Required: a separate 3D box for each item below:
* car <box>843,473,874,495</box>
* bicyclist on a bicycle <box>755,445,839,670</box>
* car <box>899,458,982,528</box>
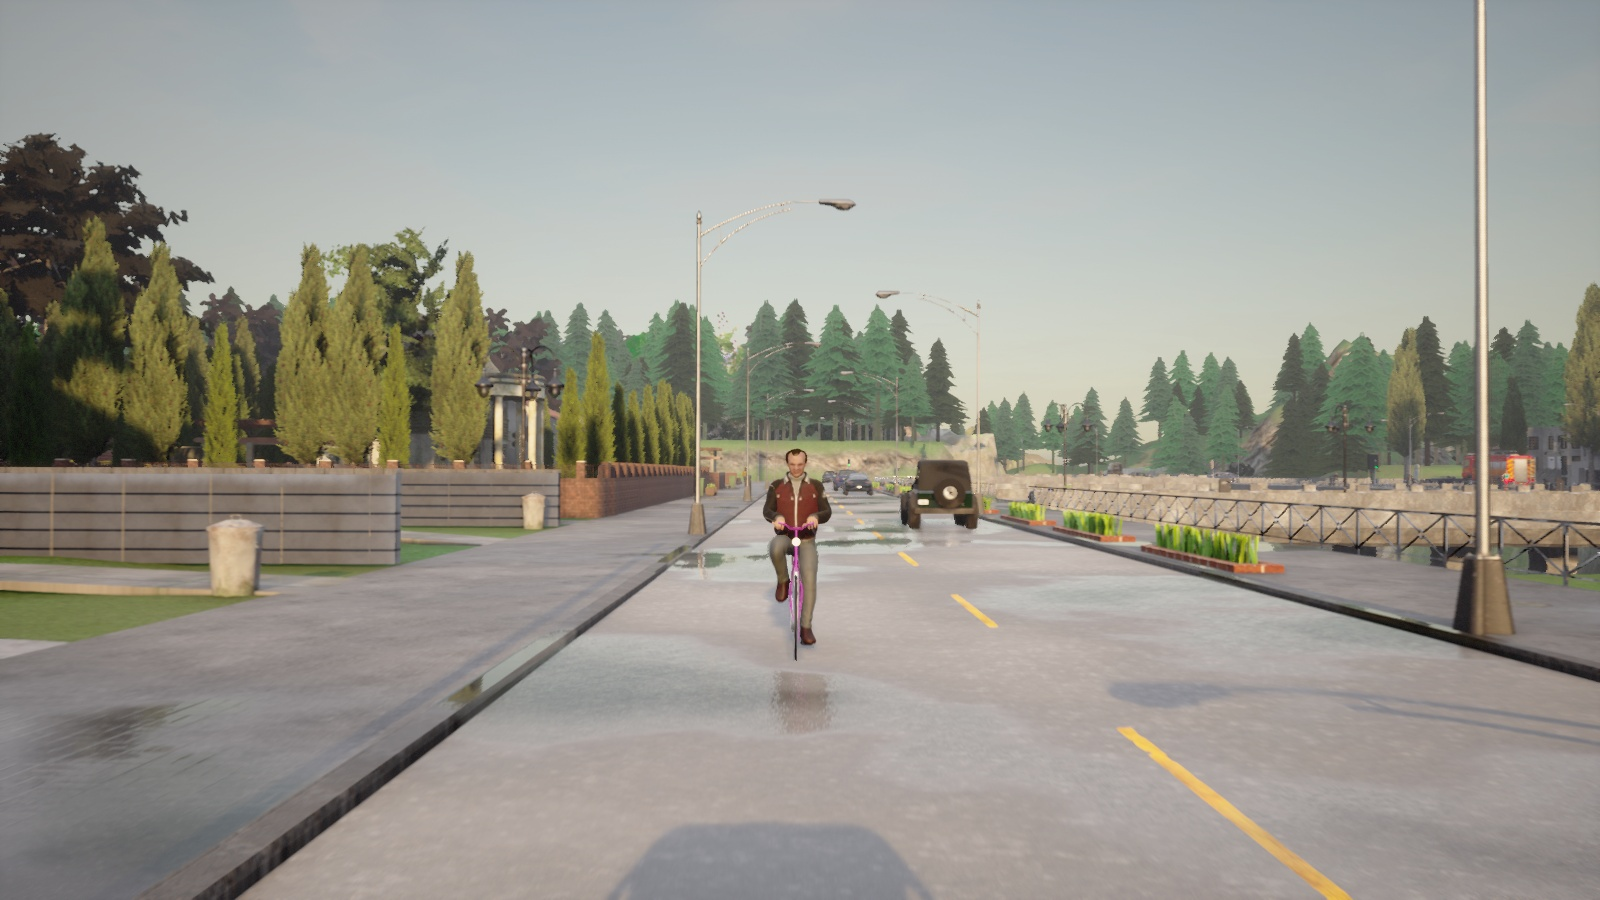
[{"bbox_3d":[3.805,2.214,82.961,1.812,1.442,4.674,0,-1,0],"label":"car"},{"bbox_3d":[-0.026,0.867,10.877,0.659,1.776,1.843,0,-1,0],"label":"bicyclist on a bicycle"},{"bbox_3d":[3.916,1.191,35.591,1.905,1.878,3.866,0,-1,0],"label":"car"}]
